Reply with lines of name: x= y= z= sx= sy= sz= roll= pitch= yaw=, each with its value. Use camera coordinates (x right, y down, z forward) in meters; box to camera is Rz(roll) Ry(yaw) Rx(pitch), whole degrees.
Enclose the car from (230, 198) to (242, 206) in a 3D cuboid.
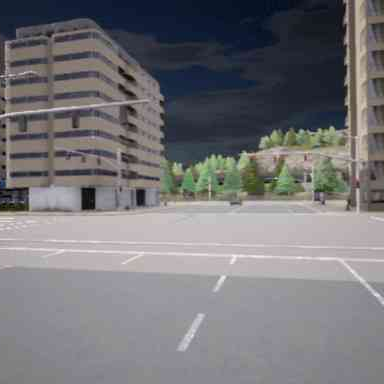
car: x=8.317 y=1.923 z=62.845 sx=1.994 sy=1.385 sz=4.181 roll=-1 pitch=0 yaw=14
